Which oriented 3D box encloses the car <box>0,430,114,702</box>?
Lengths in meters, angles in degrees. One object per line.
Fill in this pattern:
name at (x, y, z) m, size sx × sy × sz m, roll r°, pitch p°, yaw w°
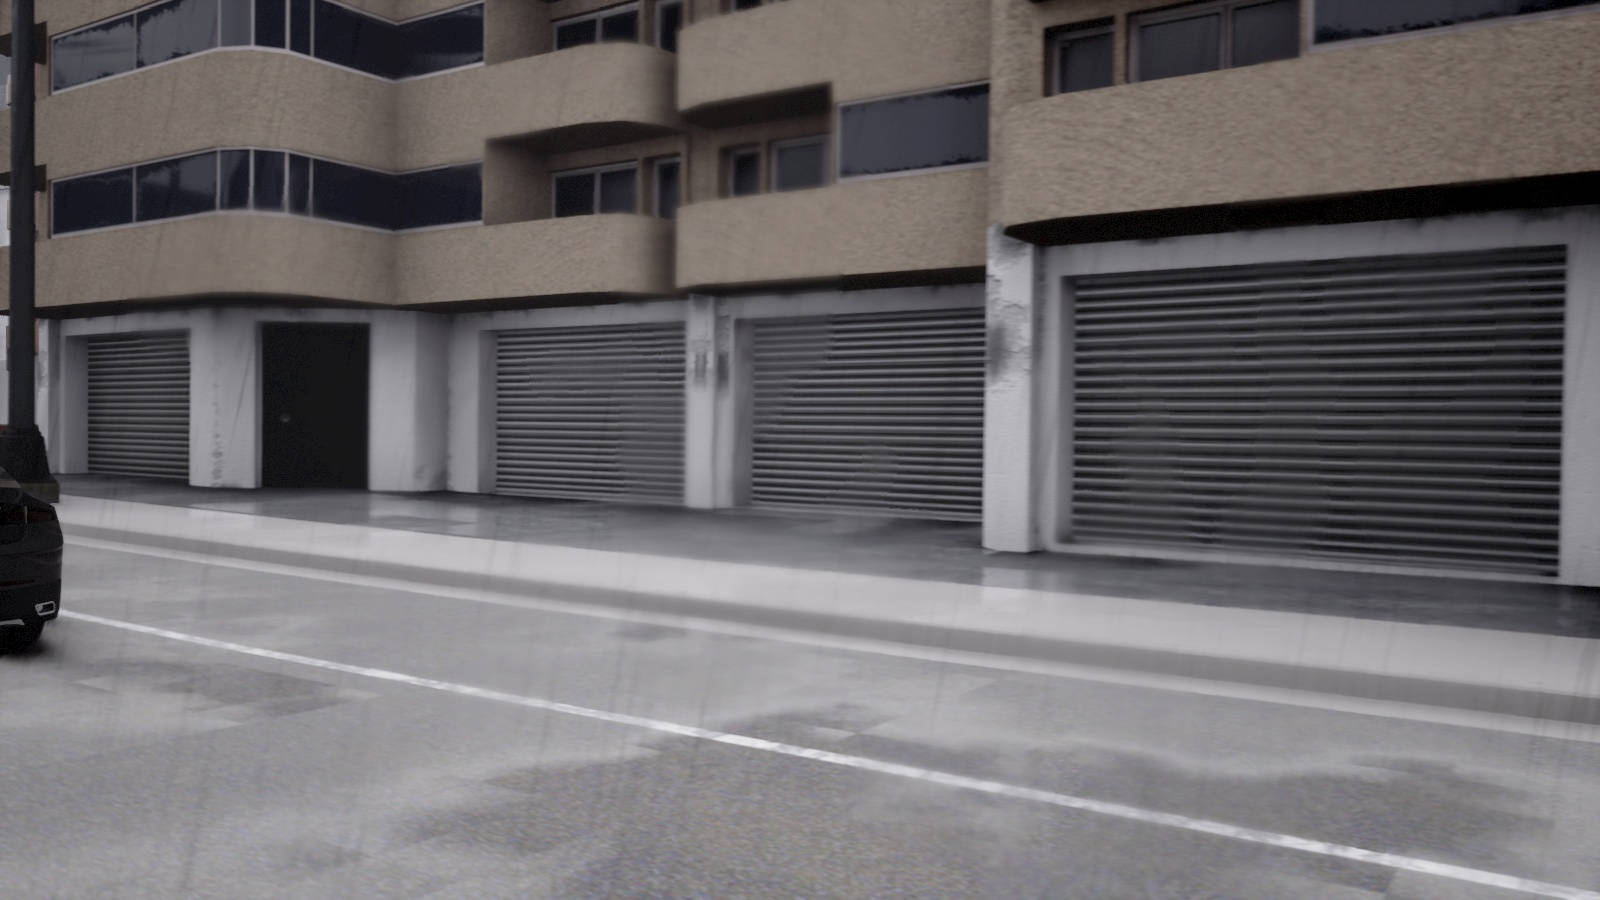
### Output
car at (-6.608, 0.618, 8.013) m, size 4.892 × 1.490 × 1.837 m, roll 1°, pitch 1°, yaw 34°
